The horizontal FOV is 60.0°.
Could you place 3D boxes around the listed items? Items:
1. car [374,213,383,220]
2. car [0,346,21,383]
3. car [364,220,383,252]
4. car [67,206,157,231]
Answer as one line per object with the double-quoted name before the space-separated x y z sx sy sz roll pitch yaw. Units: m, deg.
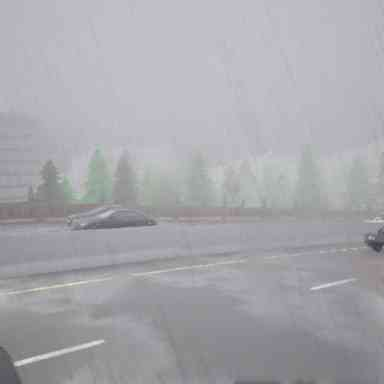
"car" 16.955 2.759 28.964 4.718 1.301 1.895 3 -2 -35
"car" -3.526 1.560 1.232 5.357 1.411 2.033 0 0 -35
"car" 9.909 2.115 15.111 4.718 1.301 1.895 3 -2 -35
"car" -4.155 1.643 18.220 4.674 1.442 1.812 2 -1 -35
